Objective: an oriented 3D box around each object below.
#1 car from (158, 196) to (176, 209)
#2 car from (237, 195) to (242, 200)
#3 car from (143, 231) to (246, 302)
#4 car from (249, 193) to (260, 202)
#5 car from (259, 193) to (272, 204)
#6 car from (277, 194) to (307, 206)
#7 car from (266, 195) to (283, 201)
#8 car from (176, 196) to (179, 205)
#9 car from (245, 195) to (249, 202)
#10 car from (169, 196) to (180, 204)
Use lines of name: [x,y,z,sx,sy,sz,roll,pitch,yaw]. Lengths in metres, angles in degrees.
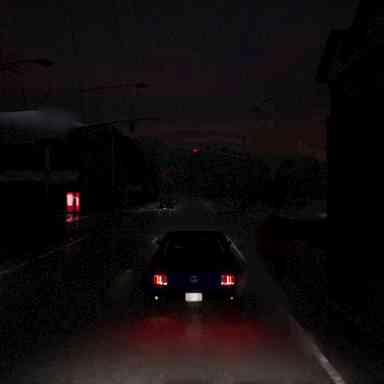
car: [-3.591,1.527,46.496,1.837,1.490,4.892,0,0,0]
car: [13.891,1.431,88.890,3.633,1.501,1.845,0,0,0]
car: [0.058,1.605,8.216,1.895,1.301,4.718,0,0,1]
car: [14.167,1.124,67.401,3.866,1.878,1.905,0,0,0]
car: [14.168,1.195,54.606,5.027,1.636,2.152,0,0,0]
car: [14.492,1.271,48.189,3.806,1.475,1.970,0,0,0]
car: [21.312,1.440,85.910,3.806,1.475,1.970,0,0,0]
car: [-3.582,1.531,56.113,1.837,1.490,4.892,0,0,0]
car: [13.755,1.146,70.306,4.605,1.855,1.932,0,0,0]
car: [-3.529,1.509,66.540,1.882,1.535,5.008,0,0,0]
